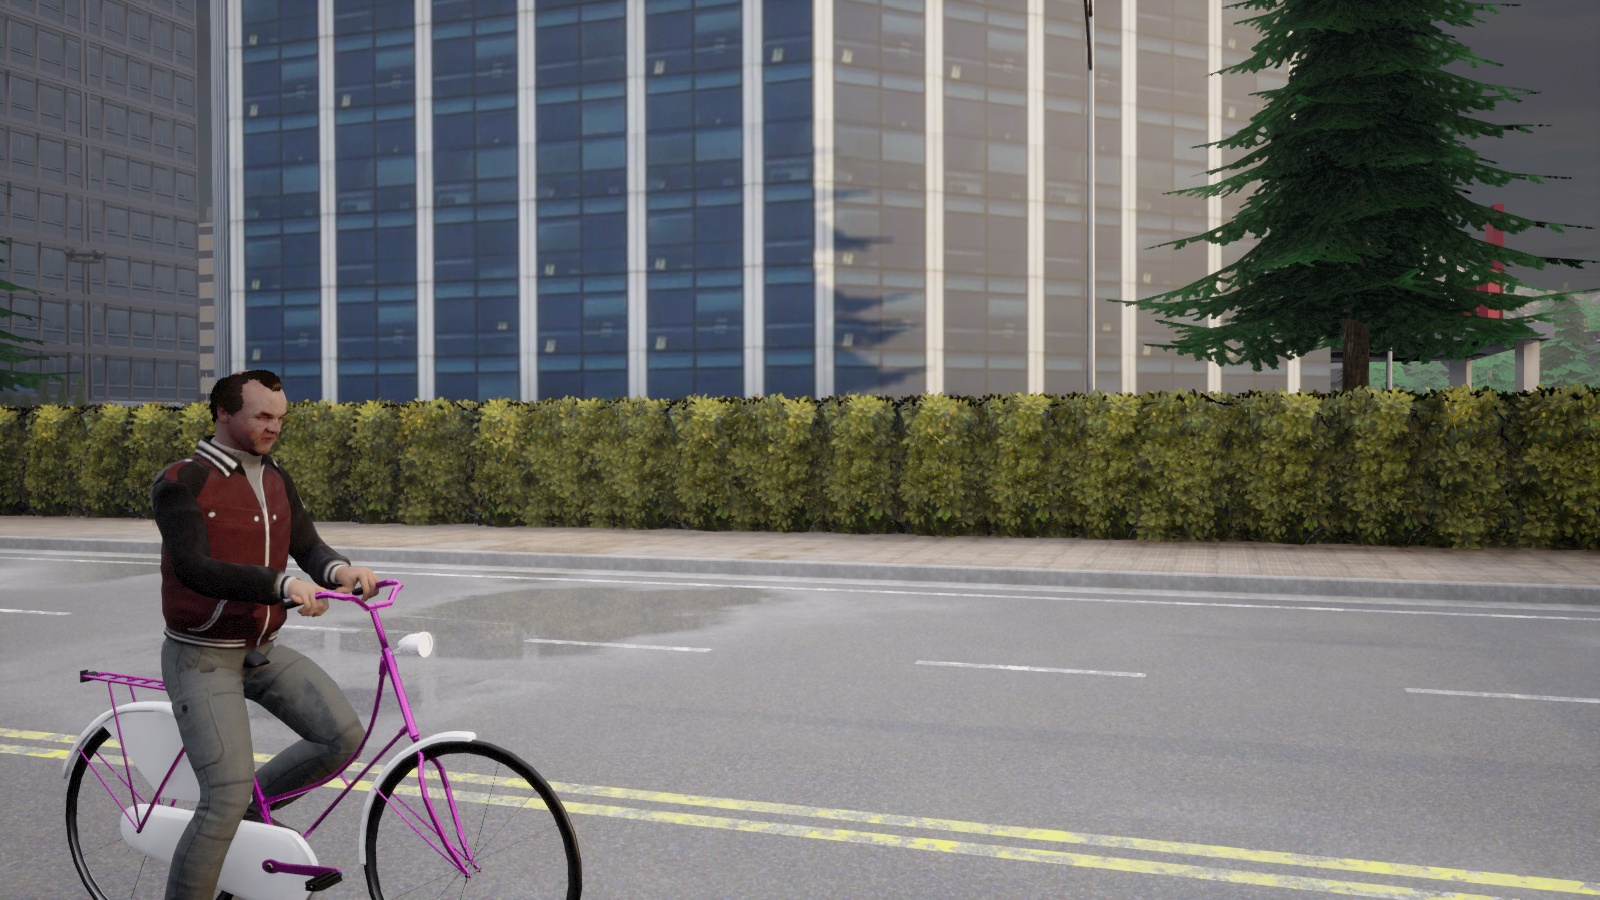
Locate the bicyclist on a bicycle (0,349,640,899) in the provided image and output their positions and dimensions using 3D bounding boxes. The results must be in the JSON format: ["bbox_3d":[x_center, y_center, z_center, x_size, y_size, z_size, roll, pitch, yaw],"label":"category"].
[{"bbox_3d":[-1.451,0.633,3.680,1.843,1.776,0.659,0,1,19],"label":"bicyclist on a bicycle"}]
